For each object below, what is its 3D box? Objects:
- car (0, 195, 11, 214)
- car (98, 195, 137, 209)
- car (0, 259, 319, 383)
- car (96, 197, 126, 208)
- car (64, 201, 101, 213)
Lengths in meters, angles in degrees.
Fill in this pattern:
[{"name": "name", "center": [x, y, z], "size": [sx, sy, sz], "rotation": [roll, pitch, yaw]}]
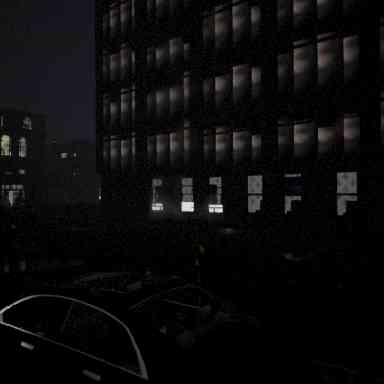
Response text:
[{"name": "car", "center": [-21.699, 1.315, 34.205], "size": [2.150, 2.045, 5.566], "rotation": [0, -1, 36]}, {"name": "car", "center": [-10.863, 1.405, 48.906], "size": [2.150, 2.045, 5.566], "rotation": [0, 0, 36]}, {"name": "car", "center": [-0.982, 1.551, 3.579], "size": [4.403, 1.369, 2.008], "rotation": [0, 0, 35]}, {"name": "car", "center": [-12.407, 1.643, 51.201], "size": [1.967, 1.590, 4.097], "rotation": [-1, -1, 36]}, {"name": "car", "center": [-12.191, 1.683, 37.295], "size": [1.802, 1.307, 4.206], "rotation": [-1, -1, 36]}]
